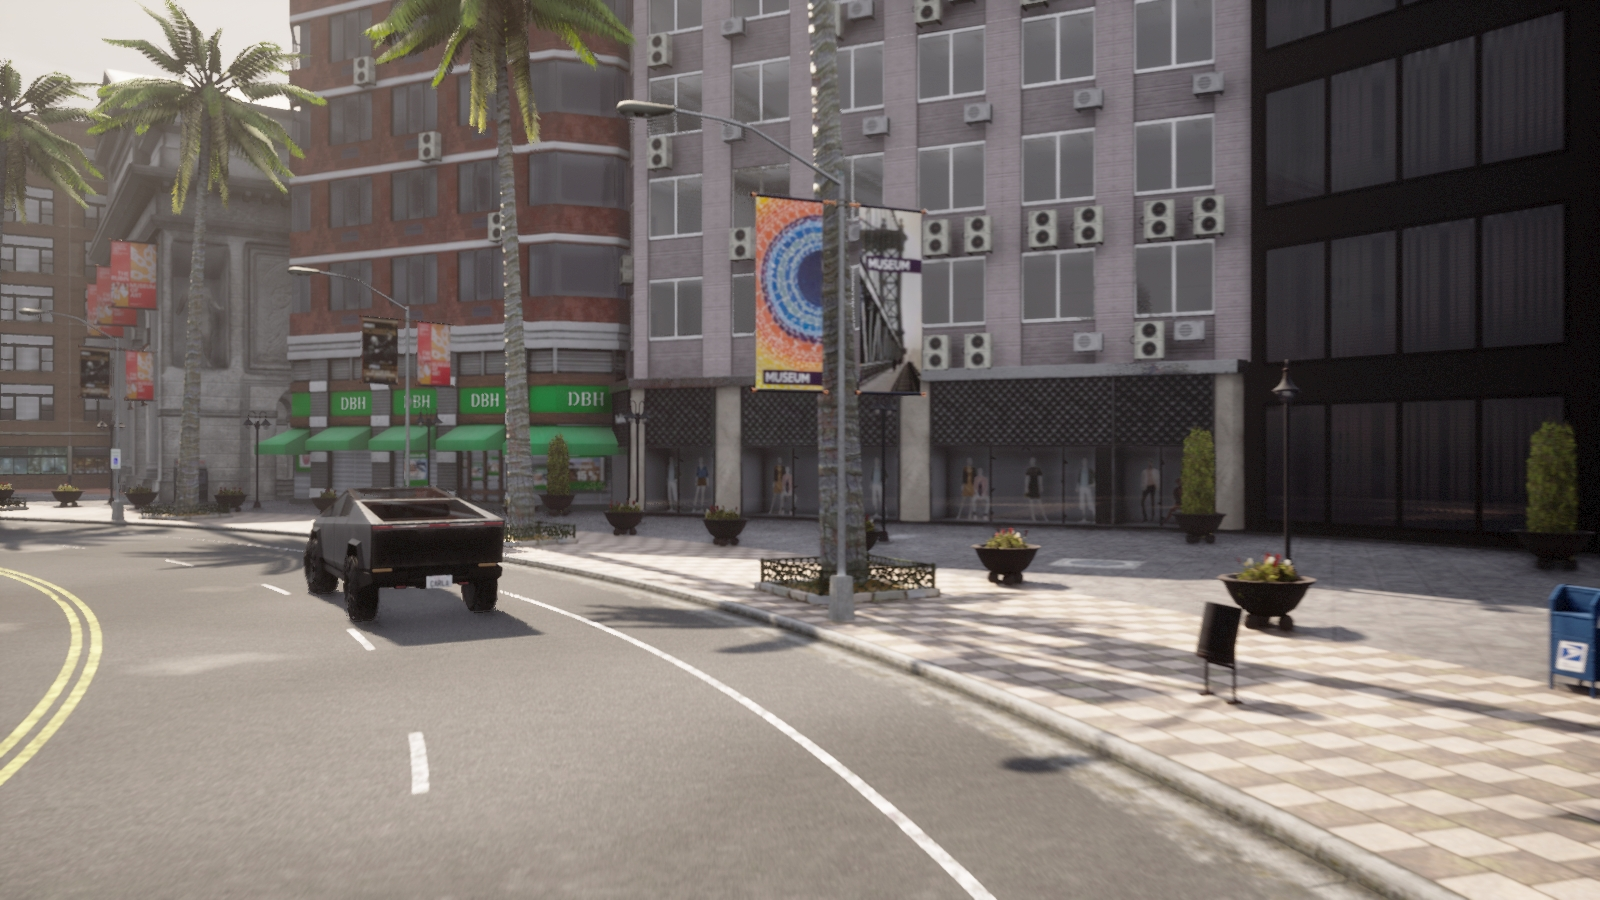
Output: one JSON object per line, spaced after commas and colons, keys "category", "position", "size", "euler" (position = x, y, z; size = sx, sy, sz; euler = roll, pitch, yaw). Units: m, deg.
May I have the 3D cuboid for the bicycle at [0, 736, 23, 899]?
{"category": "bicycle", "position": [-4.353, 2.211, 5.536], "size": [0.329, 1.171, 1.835], "euler": [-2, 1, -14]}

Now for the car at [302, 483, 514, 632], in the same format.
{"category": "car", "position": [-7.371, 1.755, 20.928], "size": [2.390, 2.098, 6.274], "euler": [0, 0, -31]}
